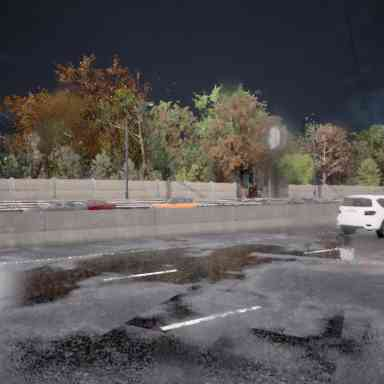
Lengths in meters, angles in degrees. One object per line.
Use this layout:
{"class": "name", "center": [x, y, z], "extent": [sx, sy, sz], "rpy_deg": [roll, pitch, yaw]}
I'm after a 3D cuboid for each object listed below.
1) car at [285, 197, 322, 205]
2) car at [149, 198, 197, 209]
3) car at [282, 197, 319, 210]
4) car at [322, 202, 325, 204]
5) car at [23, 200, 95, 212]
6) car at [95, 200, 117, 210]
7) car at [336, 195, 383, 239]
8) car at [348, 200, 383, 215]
{"class": "car", "center": [13.769, 1.549, 40.181], "extent": [5.357, 1.411, 2.033], "rpy_deg": [0, 0, -30]}
{"class": "car", "center": [-1.779, 1.353, 31.134], "extent": [4.553, 1.767, 2.097], "rpy_deg": [0, 0, -30]}
{"class": "car", "center": [14.623, 1.507, 44.725], "extent": [4.892, 1.490, 1.837], "rpy_deg": [0, 0, -30]}
{"class": "car", "center": [17.613, 1.603, 38.366], "extent": [4.718, 1.301, 1.895], "rpy_deg": [0, 0, -30]}
{"class": "car", "center": [-10.561, 1.492, 26.026], "extent": [4.902, 1.511, 2.128], "rpy_deg": [0, 0, -30]}
{"class": "car", "center": [-9.464, 1.477, 30.711], "extent": [5.008, 1.535, 1.882], "rpy_deg": [0, 0, -30]}
{"class": "car", "center": [10.101, 1.213, 17.571], "extent": [5.566, 2.045, 2.150], "rpy_deg": [1, -1, -30]}
{"class": "car", "center": [19.091, 1.549, 35.178], "extent": [5.357, 1.411, 2.033], "rpy_deg": [0, 0, -30]}
